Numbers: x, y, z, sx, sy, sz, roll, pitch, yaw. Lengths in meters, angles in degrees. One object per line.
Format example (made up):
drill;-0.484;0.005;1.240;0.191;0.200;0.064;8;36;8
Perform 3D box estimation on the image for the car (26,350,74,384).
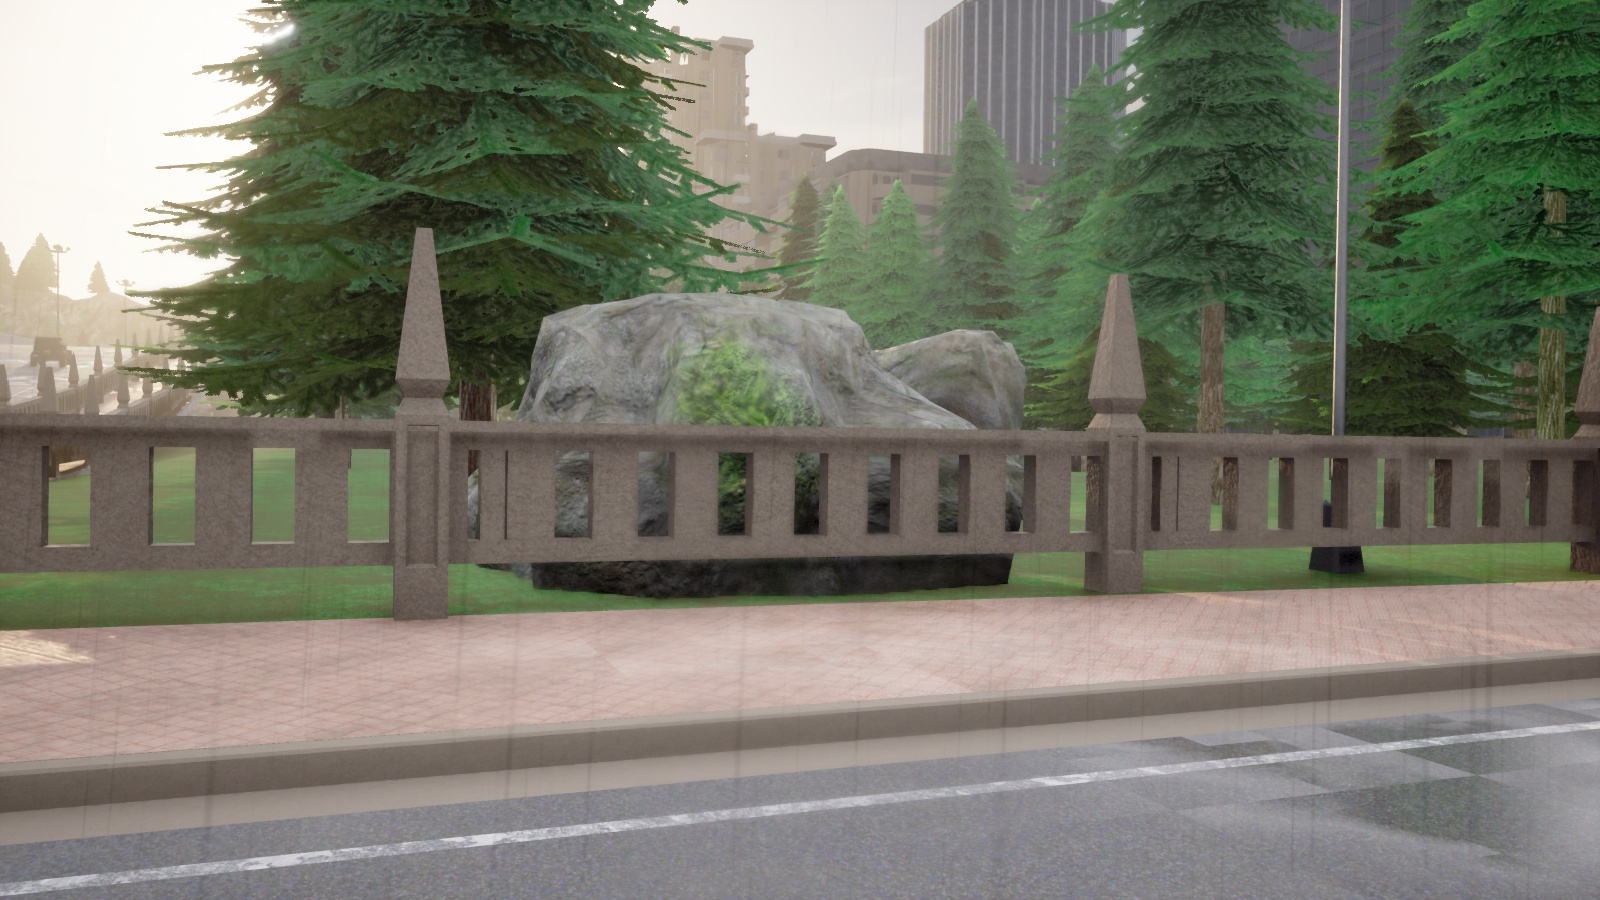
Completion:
car;-47.353;-5.258;79.338;1.905;1.878;3.866;-1;8;-21
